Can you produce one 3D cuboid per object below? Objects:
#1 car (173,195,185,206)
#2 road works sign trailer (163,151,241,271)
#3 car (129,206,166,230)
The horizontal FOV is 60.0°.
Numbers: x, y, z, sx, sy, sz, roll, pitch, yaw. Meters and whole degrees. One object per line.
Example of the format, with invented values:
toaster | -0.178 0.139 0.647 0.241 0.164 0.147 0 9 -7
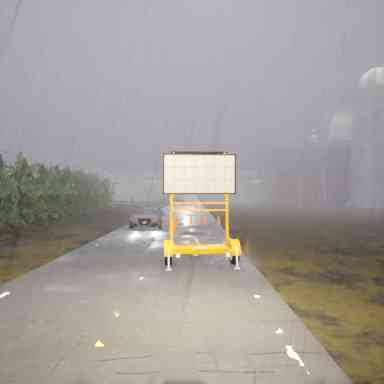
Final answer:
car | -2.512 1.488 59.325 2.150 2.045 5.566 0 0 0
road works sign trailer | 0.233 0.471 11.020 2.380 3.560 2.880 0 0 -4
car | -2.765 1.597 21.360 1.994 1.385 4.181 0 0 0
